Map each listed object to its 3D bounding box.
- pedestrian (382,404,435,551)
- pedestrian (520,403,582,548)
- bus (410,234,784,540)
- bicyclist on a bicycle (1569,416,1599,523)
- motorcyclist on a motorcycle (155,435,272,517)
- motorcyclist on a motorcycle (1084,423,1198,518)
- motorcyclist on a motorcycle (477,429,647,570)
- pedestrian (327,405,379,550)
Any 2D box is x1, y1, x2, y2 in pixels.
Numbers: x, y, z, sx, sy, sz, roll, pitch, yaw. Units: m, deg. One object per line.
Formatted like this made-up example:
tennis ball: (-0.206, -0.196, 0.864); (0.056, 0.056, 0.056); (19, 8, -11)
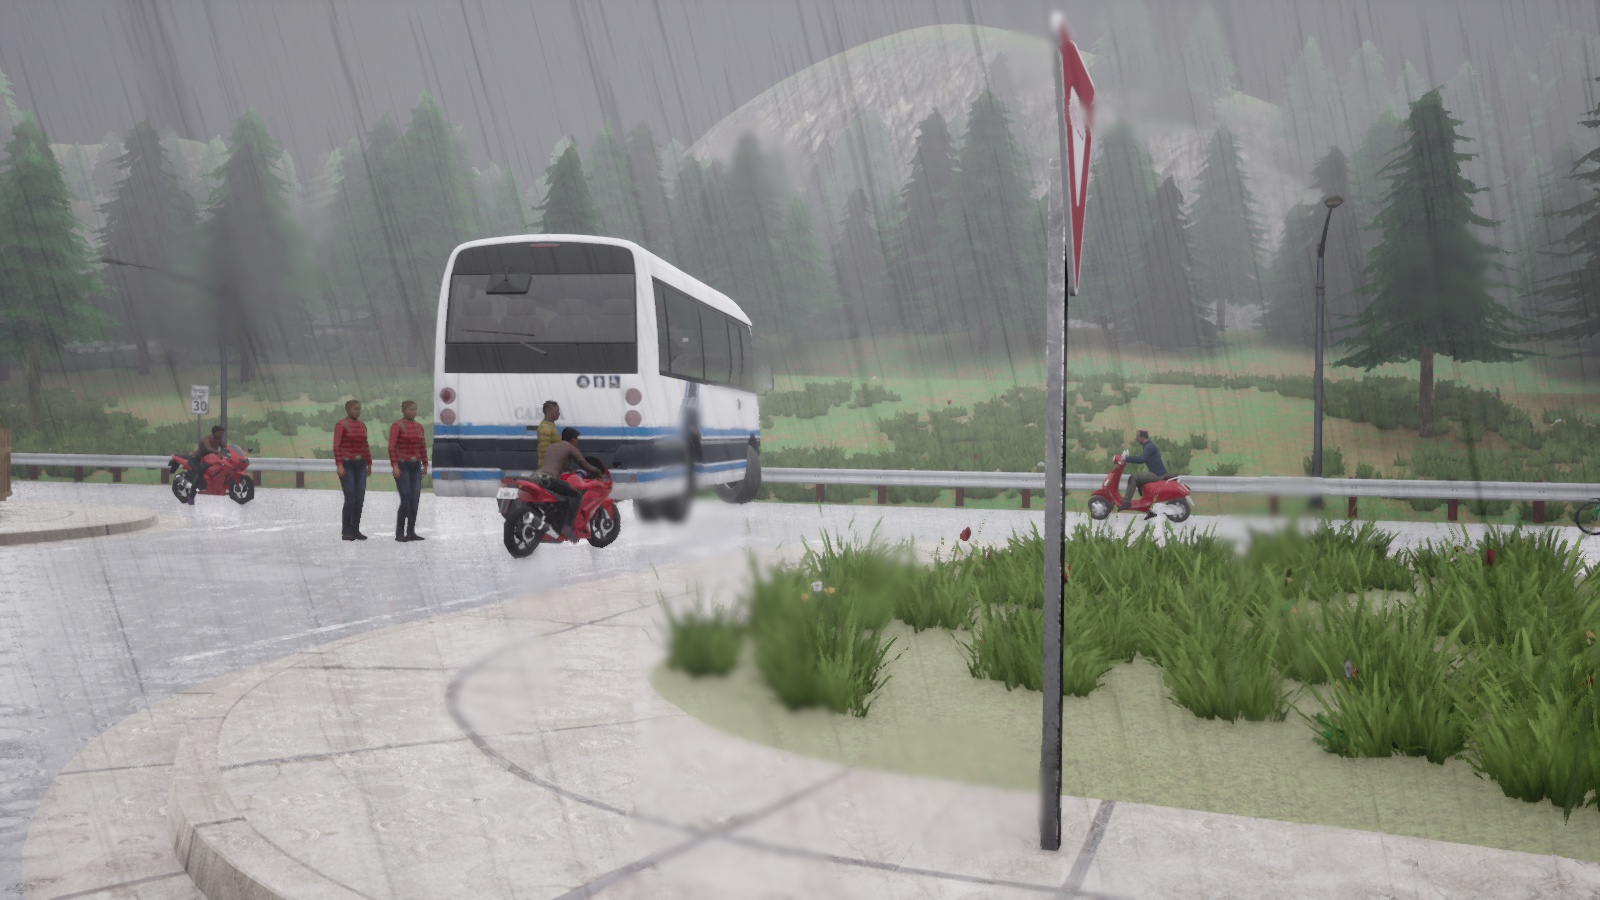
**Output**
pedestrian: (-5.031, 0.342, 16.128); (0.636, 1.846, 0.331); (0, 1, 38)
pedestrian: (-3.201, 0.324, 16.200); (0.709, 1.840, 0.431); (-1, 1, -3)
bus: (-2.959, -0.927, 22.798); (3.944, 4.253, 10.273); (0, 1, 7)
bicyclist on a bicycle: (12.717, 0.291, 19.193); (1.509, 1.612, 0.866); (0, 1, 20)
motorcyclist on a motorcycle: (-11.264, 0.486, 24.119); (2.044, 1.523, 0.797); (0, 1, 20)
motorcyclist on a motorcycle: (5.886, 0.336, 21.653); (1.817, 1.590, 0.866); (0, 1, 20)
motorcyclist on a motorcycle: (-2.791, 0.536, 14.976); (0.797, 1.523, 2.044); (0, 2, 31)
pedestrian: (-5.798, 0.347, 16.298); (0.636, 1.846, 0.331); (0, 1, 39)
